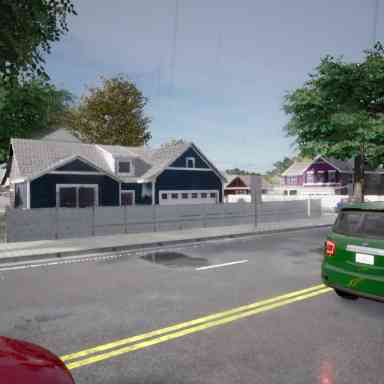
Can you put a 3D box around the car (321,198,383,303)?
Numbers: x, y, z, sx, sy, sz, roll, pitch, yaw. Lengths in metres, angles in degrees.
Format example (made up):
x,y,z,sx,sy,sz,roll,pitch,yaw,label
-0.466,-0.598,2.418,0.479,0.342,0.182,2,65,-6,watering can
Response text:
x,y,z,sx,sy,sz,roll,pitch,yaw,label
5.102,1.209,7.120,5.566,2.045,2.150,0,0,-35,car

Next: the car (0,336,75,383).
x,y,z,sx,sy,sz,roll,pitch,yaw,label
-3.021,1.476,1.287,5.008,1.535,1.882,0,0,-35,car
